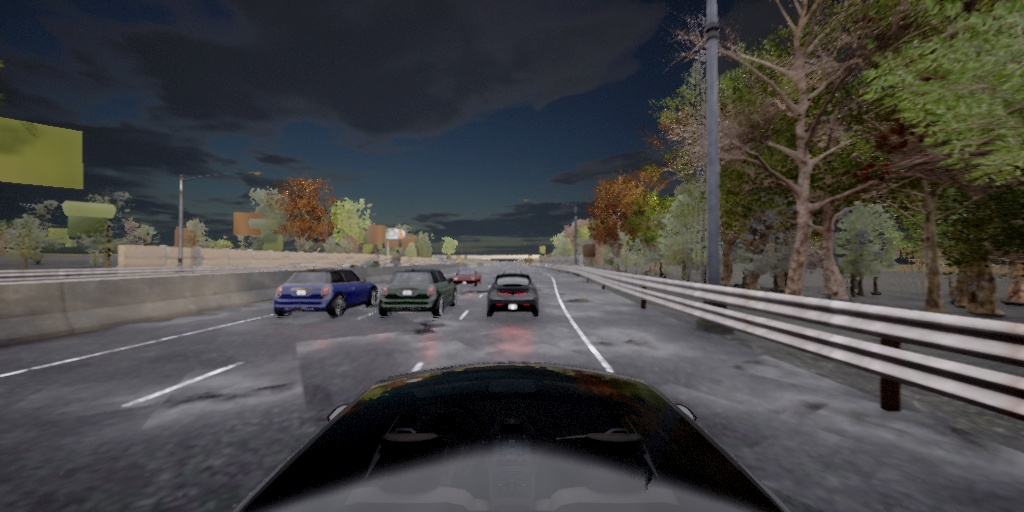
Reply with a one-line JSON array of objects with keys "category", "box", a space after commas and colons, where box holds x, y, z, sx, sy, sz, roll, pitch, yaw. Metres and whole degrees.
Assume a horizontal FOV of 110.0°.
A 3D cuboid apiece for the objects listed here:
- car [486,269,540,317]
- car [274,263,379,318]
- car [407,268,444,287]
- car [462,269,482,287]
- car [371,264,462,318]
[{"category": "car", "box": [0.046, 1.421, 14.095, 1.837, 1.490, 4.892, 0, 0, 0]}, {"category": "car", "box": [-6.954, 1.265, 13.992, 2.097, 1.767, 4.553, 0, -1, 0]}, {"category": "car", "box": [-6.951, 1.688, 29.304, 1.994, 1.385, 4.181, 0, -1, 0]}, {"category": "car", "box": [-3.460, 1.713, 28.476, 1.895, 1.301, 4.718, 0, -1, 0]}, {"category": "car", "box": [-3.453, 1.265, 13.999, 2.097, 1.767, 4.553, 0, -1, 0]}]
